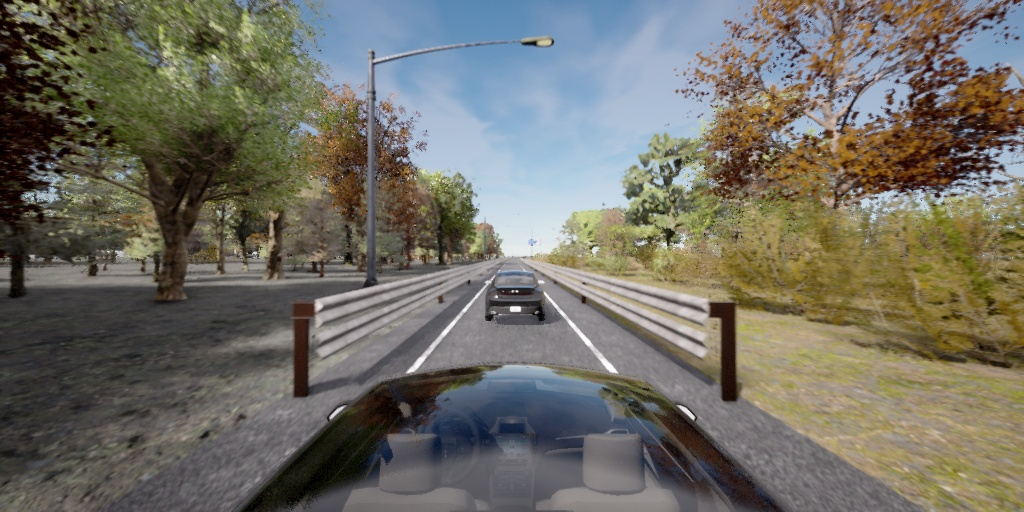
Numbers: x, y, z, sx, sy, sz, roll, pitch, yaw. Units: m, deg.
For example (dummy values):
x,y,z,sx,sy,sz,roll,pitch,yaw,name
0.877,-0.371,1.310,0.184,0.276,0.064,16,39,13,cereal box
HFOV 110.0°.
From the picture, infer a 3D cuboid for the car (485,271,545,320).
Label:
x,y,z,sx,sy,sz,roll,pitch,yaw,name
0.103,1.257,12.560,1.837,1.490,4.892,0,0,0,car
